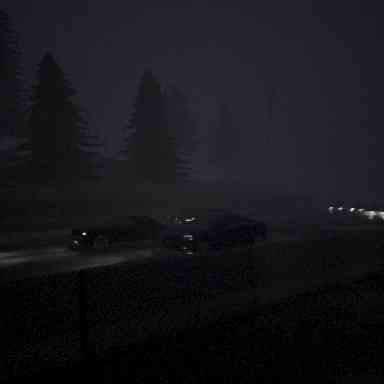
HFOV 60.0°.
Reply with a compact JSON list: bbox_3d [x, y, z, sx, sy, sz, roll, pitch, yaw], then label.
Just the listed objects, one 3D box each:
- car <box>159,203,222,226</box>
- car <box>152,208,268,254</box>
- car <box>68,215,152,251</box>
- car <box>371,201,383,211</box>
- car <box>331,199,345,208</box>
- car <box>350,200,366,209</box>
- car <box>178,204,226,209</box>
[{"bbox_3d":[-0.006,1.733,26.688,4.902,1.511,2.128,0,-1,-43],"label":"car"},{"bbox_3d":[1.067,1.602,13.787,5.008,1.535,1.882,0,-1,-39],"label":"car"},{"bbox_3d":[-2.996,1.743,14.969,4.718,1.301,1.895,0,-1,-38],"label":"car"},{"bbox_3d":[26.089,1.967,46.027,1.895,1.301,4.718,0,-1,35],"label":"car"},{"bbox_3d":[25.603,1.978,58.387,1.837,1.490,4.892,0,0,31],"label":"car"},{"bbox_3d":[26.761,1.995,53.520,1.994,1.385,4.181,0,-1,32],"label":"car"},{"bbox_3d":[1.031,1.711,22.916,4.892,1.490,1.837,0,-1,-42],"label":"car"}]
